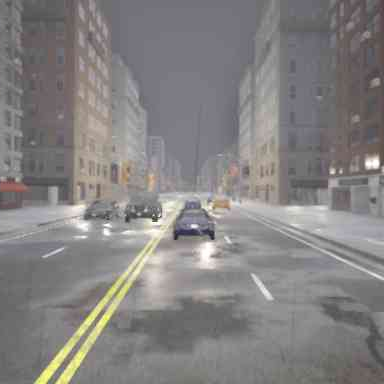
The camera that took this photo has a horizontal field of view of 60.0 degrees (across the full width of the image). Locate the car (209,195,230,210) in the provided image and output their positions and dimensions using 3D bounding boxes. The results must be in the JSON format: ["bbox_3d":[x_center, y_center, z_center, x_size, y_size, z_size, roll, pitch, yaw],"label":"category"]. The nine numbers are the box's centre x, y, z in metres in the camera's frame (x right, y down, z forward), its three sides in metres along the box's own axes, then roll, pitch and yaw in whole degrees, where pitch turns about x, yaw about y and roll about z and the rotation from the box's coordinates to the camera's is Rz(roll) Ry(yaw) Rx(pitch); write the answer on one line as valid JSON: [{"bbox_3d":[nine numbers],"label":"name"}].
[{"bbox_3d":[3.338,1.243,39.069,1.882,1.535,5.008,0,1,0],"label":"car"}]

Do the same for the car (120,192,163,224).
[{"bbox_3d":[-3.346,1.053,23.846,2.150,2.045,5.566,0,0,0],"label":"car"}]

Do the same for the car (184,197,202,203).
[{"bbox_3d":[0.093,1.292,36.312,1.812,1.442,4.674,0,0,0],"label":"car"}]

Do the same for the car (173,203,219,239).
[{"bbox_3d":[0.098,1.456,16.568,1.994,1.385,4.181,0,0,0],"label":"car"}]

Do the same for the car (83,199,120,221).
[{"bbox_3d":[-6.604,1.309,24.810,1.837,1.490,4.892,0,1,0],"label":"car"}]

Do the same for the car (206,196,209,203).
[{"bbox_3d":[3.243,1.192,51.795,1.837,1.490,4.892,0,0,0],"label":"car"}]
